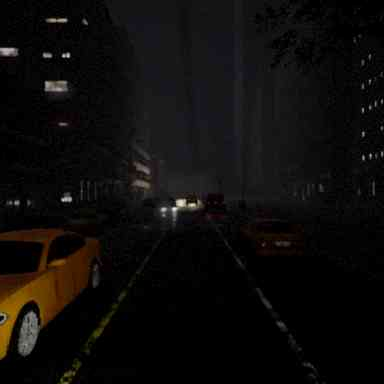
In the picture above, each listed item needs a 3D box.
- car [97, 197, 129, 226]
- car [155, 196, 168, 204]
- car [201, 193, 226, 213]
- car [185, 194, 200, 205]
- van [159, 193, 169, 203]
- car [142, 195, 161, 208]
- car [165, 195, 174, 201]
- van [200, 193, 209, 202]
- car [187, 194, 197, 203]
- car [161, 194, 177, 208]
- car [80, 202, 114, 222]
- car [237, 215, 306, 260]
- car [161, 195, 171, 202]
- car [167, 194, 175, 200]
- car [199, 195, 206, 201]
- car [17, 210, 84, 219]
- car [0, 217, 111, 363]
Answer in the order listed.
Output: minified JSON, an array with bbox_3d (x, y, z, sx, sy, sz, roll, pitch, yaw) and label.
[{"bbox_3d":[-5.681,1.272,23.161,2.192,1.841,5.009,1,0,0],"label":"car"},{"bbox_3d":[-5.696,1.442,62.148,2.008,1.369,4.403,1,0,0],"label":"car"},{"bbox_3d":[2.384,1.163,36.015,2.150,2.045,5.566,0,0,0],"label":"car"},{"bbox_3d":[-0.015,1.407,55.033,1.837,1.490,4.892,0,0,0],"label":"car"},{"bbox_3d":[-5.694,1.224,67.718,1.690,1.788,3.998,1,0,0],"label":"van"},{"bbox_3d":[-5.691,1.463,45.439,1.887,1.381,4.507,1,0,0],"label":"car"},{"bbox_3d":[-5.701,1.408,84.426,2.008,1.369,4.403,1,0,0],"label":"car"},{"bbox_3d":[2.685,1.215,73.289,1.690,1.788,3.998,1,0,0],"label":"van"},{"bbox_3d":[-0.018,1.236,68.026,2.097,1.767,4.553,0,0,0],"label":"car"},{"bbox_3d":[-3.101,1.442,46.418,1.812,1.442,4.674,0,0,0],"label":"car"},{"bbox_3d":[-5.683,1.492,17.421,1.752,1.417,4.829,1,0,0],"label":"car"},{"bbox_3d":[2.698,1.502,12.193,1.752,1.417,4.829,1,0,0],"label":"car"},{"bbox_3d":[-5.698,1.400,73.118,1.752,1.417,4.829,1,0,0],"label":"car"},{"bbox_3d":[-5.702,1.374,89.827,1.752,1.417,4.829,1,0,0],"label":"car"},{"bbox_3d":[2.679,1.439,84.427,1.802,1.307,4.206,1,0,0],"label":"car"},{"bbox_3d":[-5.683,1.543,12.022,1.947,1.339,4.313,1,0,0],"label":"car"},{"bbox_3d":[-3.102,1.466,6.058,1.882,1.535,5.008,0,0,0],"label":"car"}]
